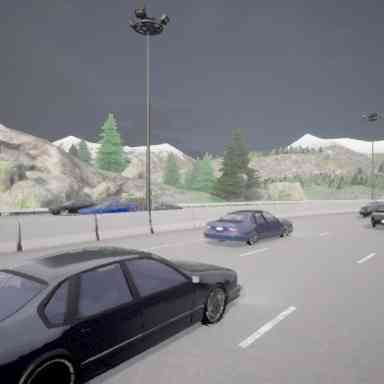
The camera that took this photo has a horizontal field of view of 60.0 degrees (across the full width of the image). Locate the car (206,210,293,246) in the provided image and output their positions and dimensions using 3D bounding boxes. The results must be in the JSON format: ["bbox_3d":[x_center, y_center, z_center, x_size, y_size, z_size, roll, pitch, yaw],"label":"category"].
[{"bbox_3d":[2.770,1.547,15.419,2.033,1.411,5.357,0,0,41],"label":"car"}]

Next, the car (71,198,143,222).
[{"bbox_3d":[-6.529,1.478,26.241,1.882,1.535,5.008,0,0,42],"label":"car"}]

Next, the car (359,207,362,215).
[{"bbox_3d":[16.632,1.547,29.269,5.357,1.411,2.033,0,0,-41],"label":"car"}]

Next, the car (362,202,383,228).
[{"bbox_3d":[12.863,1.492,20.957,4.902,1.511,2.128,0,0,-45],"label":"car"}]

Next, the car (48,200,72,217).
[{"bbox_3d":[-11.077,1.478,31.645,1.882,1.535,5.008,0,0,42],"label":"car"}]

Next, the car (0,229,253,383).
[{"bbox_3d":[-1.295,1.547,4.820,2.033,1.411,5.357,0,0,37],"label":"car"}]

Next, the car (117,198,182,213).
[{"bbox_3d":[-2.807,1.491,25.157,2.128,1.511,4.902,0,0,43],"label":"car"}]
